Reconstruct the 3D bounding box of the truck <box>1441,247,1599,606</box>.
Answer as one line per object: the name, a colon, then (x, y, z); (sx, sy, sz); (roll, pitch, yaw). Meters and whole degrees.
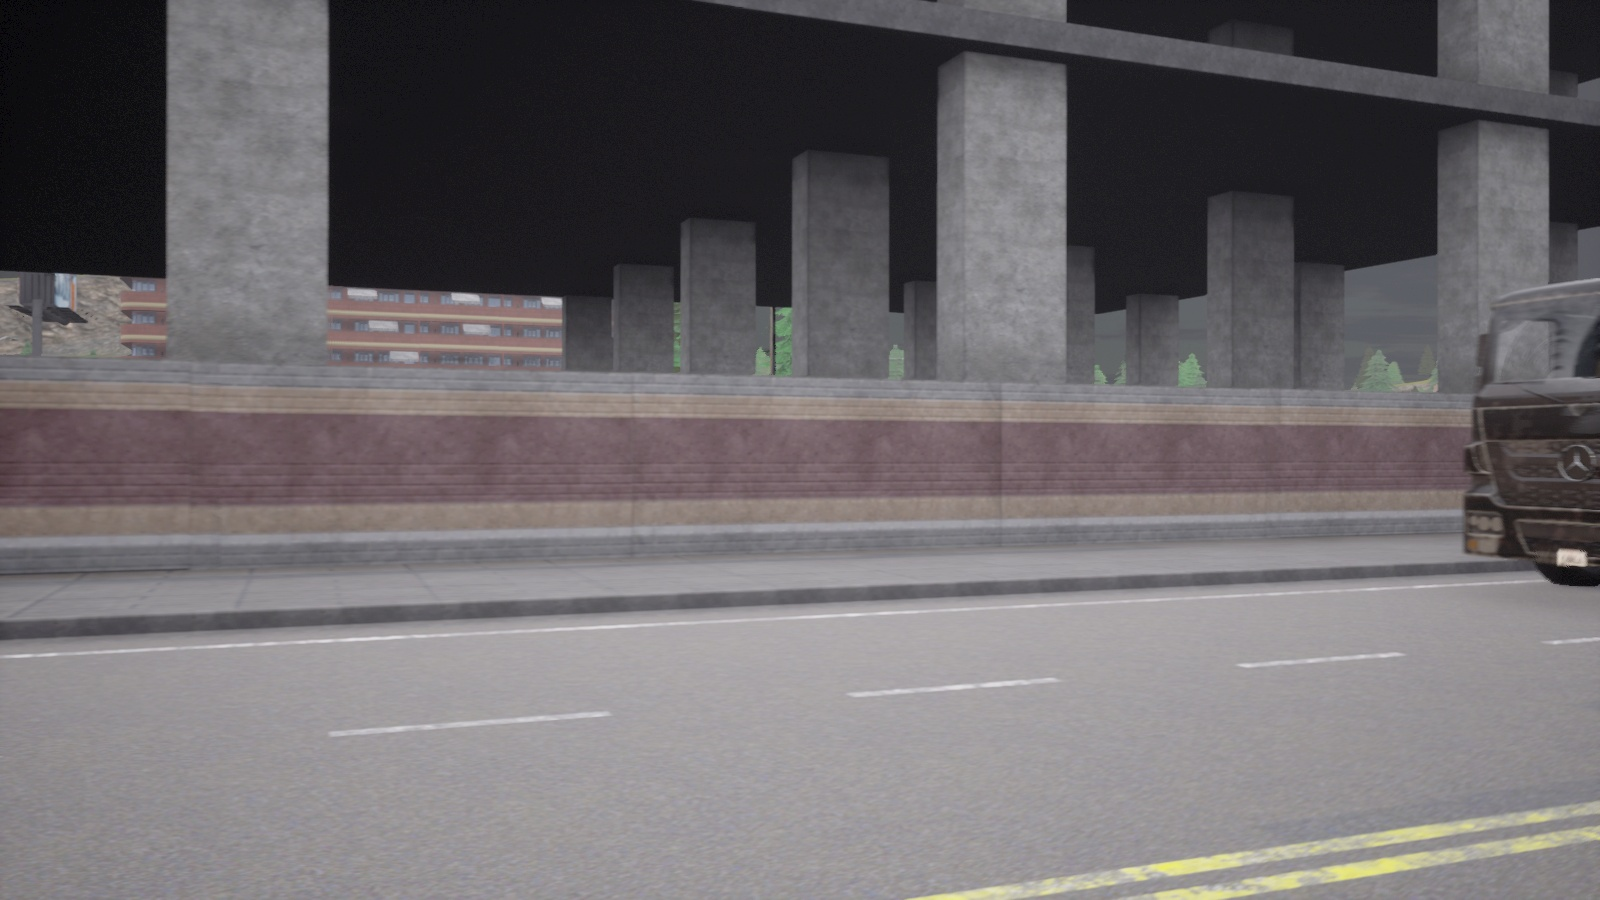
truck: (11.260, -0.227, 13.890); (7.936, 3.462, 2.891); (0, 0, -21)
